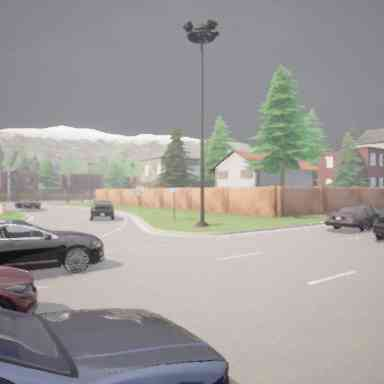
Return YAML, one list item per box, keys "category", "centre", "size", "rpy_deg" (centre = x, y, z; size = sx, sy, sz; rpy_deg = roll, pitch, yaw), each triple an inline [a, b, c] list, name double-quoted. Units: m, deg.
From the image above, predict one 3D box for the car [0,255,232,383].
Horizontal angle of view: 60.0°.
- category: "car"
  centre: [-2.196, 1.550, 2.181]
  size: [5.357, 1.411, 2.033]
  rpy_deg: [0, 0, -35]

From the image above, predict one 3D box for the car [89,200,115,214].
- category: "car"
  centre: [-7.505, 1.463, 27.757]
  size: [1.837, 1.490, 4.892]
  rpy_deg: [0, 0, -16]

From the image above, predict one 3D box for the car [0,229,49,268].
- category: "car"
  centre: [-4.740, 1.531, 4.665]
  size: [4.674, 1.442, 1.812]
  rpy_deg: [0, 0, -35]

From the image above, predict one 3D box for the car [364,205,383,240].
- category: "car"
  centre: [10.208, 1.432, 15.326]
  size: [4.892, 1.490, 1.837]
  rpy_deg: [0, 0, -35]

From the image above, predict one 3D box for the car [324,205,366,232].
- category: "car"
  centre: [9.968, 1.465, 19.454]
  size: [5.357, 1.411, 2.033]
  rpy_deg: [0, 0, -35]

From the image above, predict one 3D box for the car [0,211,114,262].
- category: "car"
  centre: [-4.840, 1.487, 8.893]
  size: [4.902, 1.511, 2.128]
  rpy_deg: [0, 0, -36]

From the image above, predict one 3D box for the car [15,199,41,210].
- category: "car"
  centre: [-20.981, 1.570, 42.323]
  size: [1.895, 1.301, 4.718]
  rpy_deg: [0, 0, -44]
